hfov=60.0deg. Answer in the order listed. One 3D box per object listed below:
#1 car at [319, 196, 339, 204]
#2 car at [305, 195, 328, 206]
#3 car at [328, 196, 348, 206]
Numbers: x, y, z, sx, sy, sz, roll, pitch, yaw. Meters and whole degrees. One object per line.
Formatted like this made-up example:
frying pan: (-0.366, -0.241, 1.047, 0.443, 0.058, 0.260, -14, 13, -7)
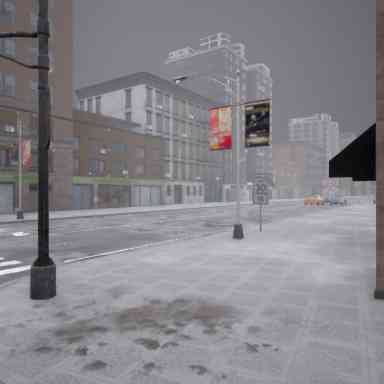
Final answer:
car: (24.889, 1.373, 60.272, 2.033, 1.411, 5.357, 0, 0, 37)
car: (19.300, 1.181, 52.250, 2.097, 1.767, 4.553, 0, 0, 35)
car: (22.728, 1.376, 51.466, 2.033, 1.411, 5.357, 0, 0, 34)
